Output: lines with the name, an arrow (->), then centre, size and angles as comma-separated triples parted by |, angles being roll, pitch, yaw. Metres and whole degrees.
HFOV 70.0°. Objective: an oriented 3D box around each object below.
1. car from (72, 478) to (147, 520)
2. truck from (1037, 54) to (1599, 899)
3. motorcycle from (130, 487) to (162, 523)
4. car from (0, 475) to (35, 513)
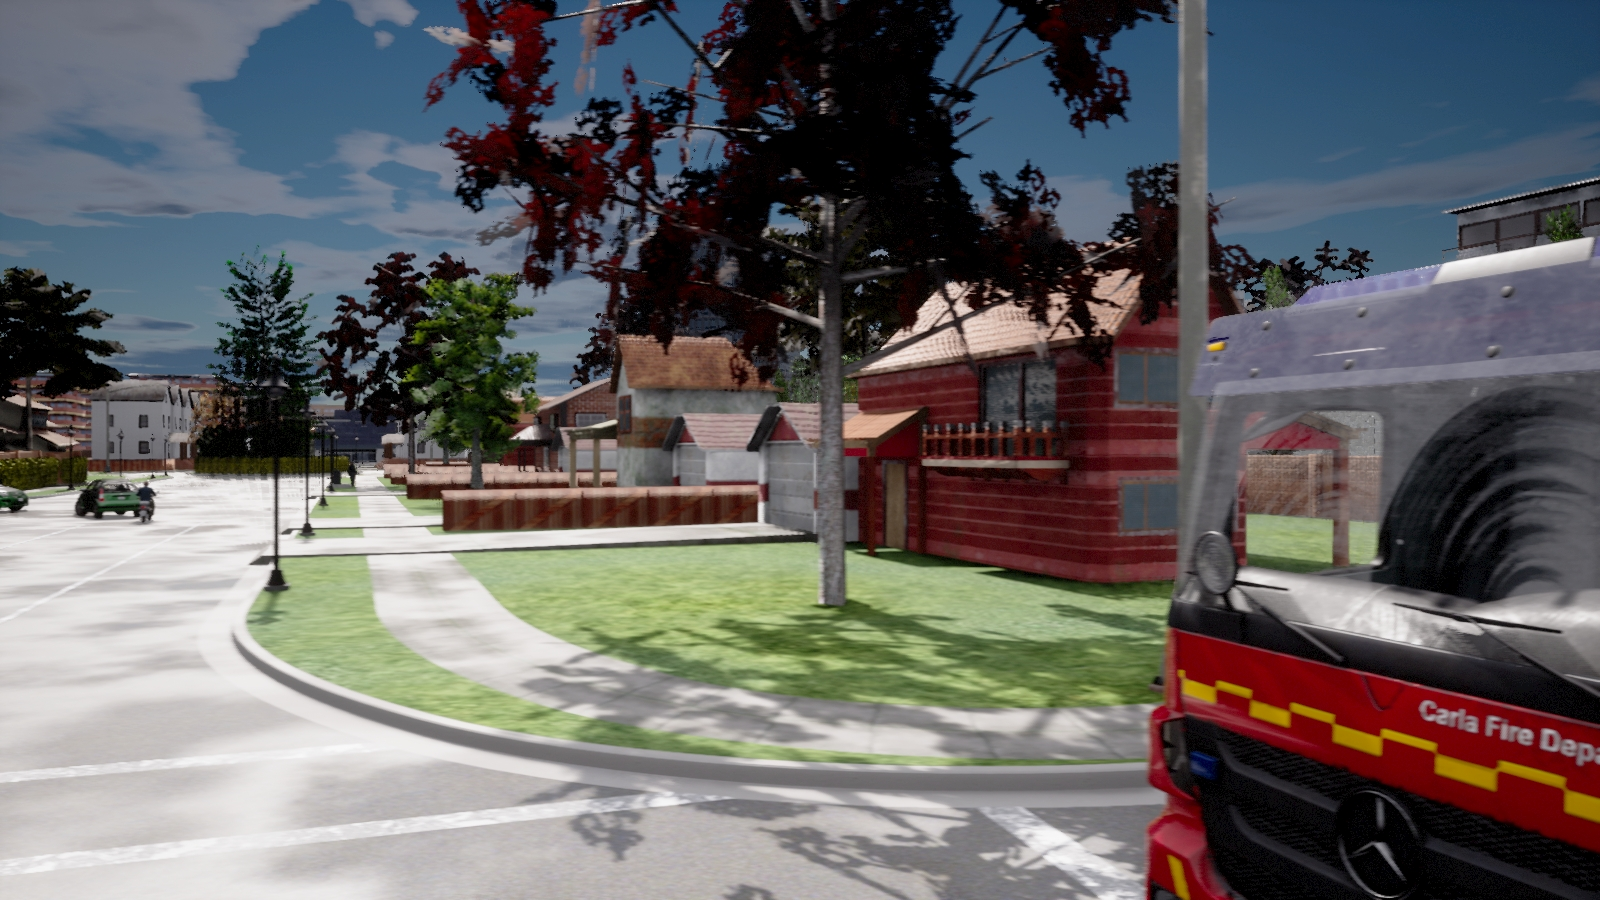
car -> -29.411, 2.031, 48.614 | 1.851, 1.617, 3.988 | 0, 0, -45
truck -> 5.621, 0.890, 5.583 | 8.468, 3.827, 2.891 | 0, 0, -20
motorcycle -> -25.723, 2.158, 44.970 | 0.856, 1.341, 1.805 | 0, 0, -22
car -> -36.960, 1.968, 51.286 | 3.988, 1.617, 1.851 | 0, 0, 0
